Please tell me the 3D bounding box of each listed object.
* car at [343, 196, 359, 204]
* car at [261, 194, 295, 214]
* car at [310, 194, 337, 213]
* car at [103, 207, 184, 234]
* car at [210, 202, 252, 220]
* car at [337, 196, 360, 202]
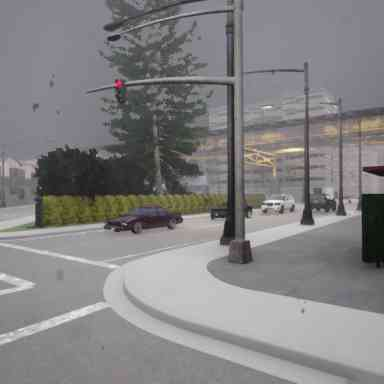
[{"bbox_3d":[31.946,1.520,67.954,4.974,1.542,2.038,0,0,-29],"label":"car"},{"bbox_3d":[9.729,1.279,37.140,2.150,2.045,5.566,-1,0,36],"label":"car"},{"bbox_3d":[14.940,1.241,38.094,2.150,2.045,5.566,-1,-1,35],"label":"car"},{"bbox_3d":[-2.697,1.601,20.031,2.033,1.411,5.357,-1,0,36],"label":"car"},{"bbox_3d":[3.425,1.533,28.477,1.882,1.535,5.008,-1,0,36],"label":"car"},{"bbox_3d":[31.989,1.362,67.981,4.536,1.218,1.853,0,0,-29],"label":"car"}]
